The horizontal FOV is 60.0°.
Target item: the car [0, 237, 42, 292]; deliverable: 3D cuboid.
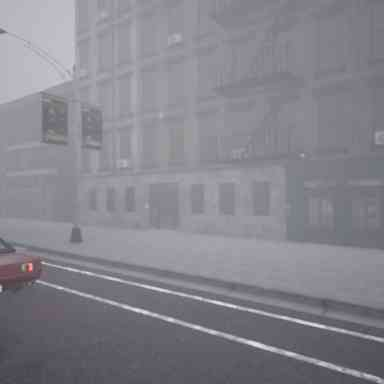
[{"bbox_3d":[-5.568,1.585,7.658,4.718,1.301,1.895,0,0,36],"label":"car"}]
